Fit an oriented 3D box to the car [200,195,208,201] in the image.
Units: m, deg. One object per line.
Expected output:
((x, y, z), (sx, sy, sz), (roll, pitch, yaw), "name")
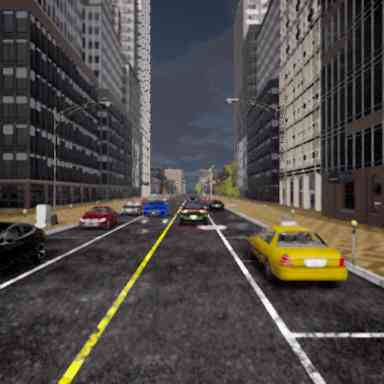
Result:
((2.695, 1.353, 77.877), (1.752, 1.417, 4.829), (0, 0, 0), "car")

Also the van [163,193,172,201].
((-5.684, 1.169, 77.722), (1.690, 1.788, 3.998), (0, 0, 0), "van")

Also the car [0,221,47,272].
((-5.687, 1.549, 9.416), (1.947, 1.339, 4.313), (0, 0, 0), "car")

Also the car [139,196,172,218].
((-3.088, 1.421, 29.311), (1.882, 1.535, 5.008), (0, 0, 0), "car")

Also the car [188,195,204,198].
((0.104, 1.348, 41.775), (2.033, 1.649, 4.856), (0, 0, 0), "car")

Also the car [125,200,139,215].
((-5.686, 1.488, 32.184), (2.008, 1.369, 4.403), (0, 0, 0), "car")

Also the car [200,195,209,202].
((2.695, 1.425, 72.015), (1.802, 1.307, 4.206), (0, 0, 0), "car")

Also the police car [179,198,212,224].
((0.100, 1.460, 24.185), (2.038, 1.542, 4.974), (0, 0, 0), "police car")

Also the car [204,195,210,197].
((2.696, 1.312, 60.630), (1.967, 1.590, 4.097), (0, 0, 0), "car")

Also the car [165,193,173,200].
((-5.685, 1.283, 72.029), (1.967, 1.590, 4.097), (0, 0, 0), "car")

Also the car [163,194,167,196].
((-5.686, 1.468, 54.954), (1.802, 1.307, 4.206), (0, 0, 0), "car")

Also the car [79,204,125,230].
((-5.686, 1.543, 20.799), (1.802, 1.307, 4.206), (0, 0, 0), "car")

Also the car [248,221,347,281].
((2.694, 1.509, 9.572), (1.752, 1.417, 4.829), (0, 0, 0), "car")

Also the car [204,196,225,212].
((2.694, 1.492, 37.864), (1.947, 1.339, 4.313), (0, 0, 0), "car")

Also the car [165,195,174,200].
((-5.685, 1.378, 83.415), (1.947, 1.339, 4.313), (0, 0, 0), "car")
